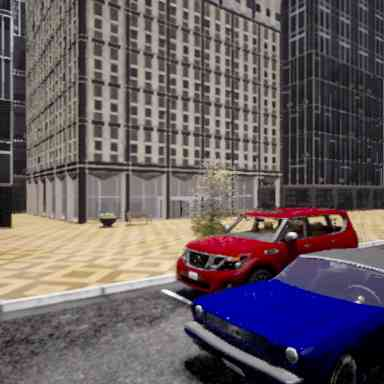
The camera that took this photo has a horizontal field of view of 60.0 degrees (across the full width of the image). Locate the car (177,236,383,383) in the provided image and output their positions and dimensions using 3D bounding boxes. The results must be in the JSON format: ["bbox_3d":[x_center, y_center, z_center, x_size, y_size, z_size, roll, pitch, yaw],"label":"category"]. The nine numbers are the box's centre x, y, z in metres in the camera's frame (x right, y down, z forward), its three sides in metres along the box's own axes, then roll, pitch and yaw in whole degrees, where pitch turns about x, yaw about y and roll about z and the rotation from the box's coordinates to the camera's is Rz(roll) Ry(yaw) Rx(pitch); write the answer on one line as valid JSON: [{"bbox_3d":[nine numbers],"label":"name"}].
[{"bbox_3d":[2.244,1.624,4.951,4.718,1.301,1.895,0,0,-36],"label":"car"}]

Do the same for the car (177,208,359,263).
[{"bbox_3d":[2.078,1.346,8.040,5.009,1.841,2.192,0,0,-35],"label":"car"}]
